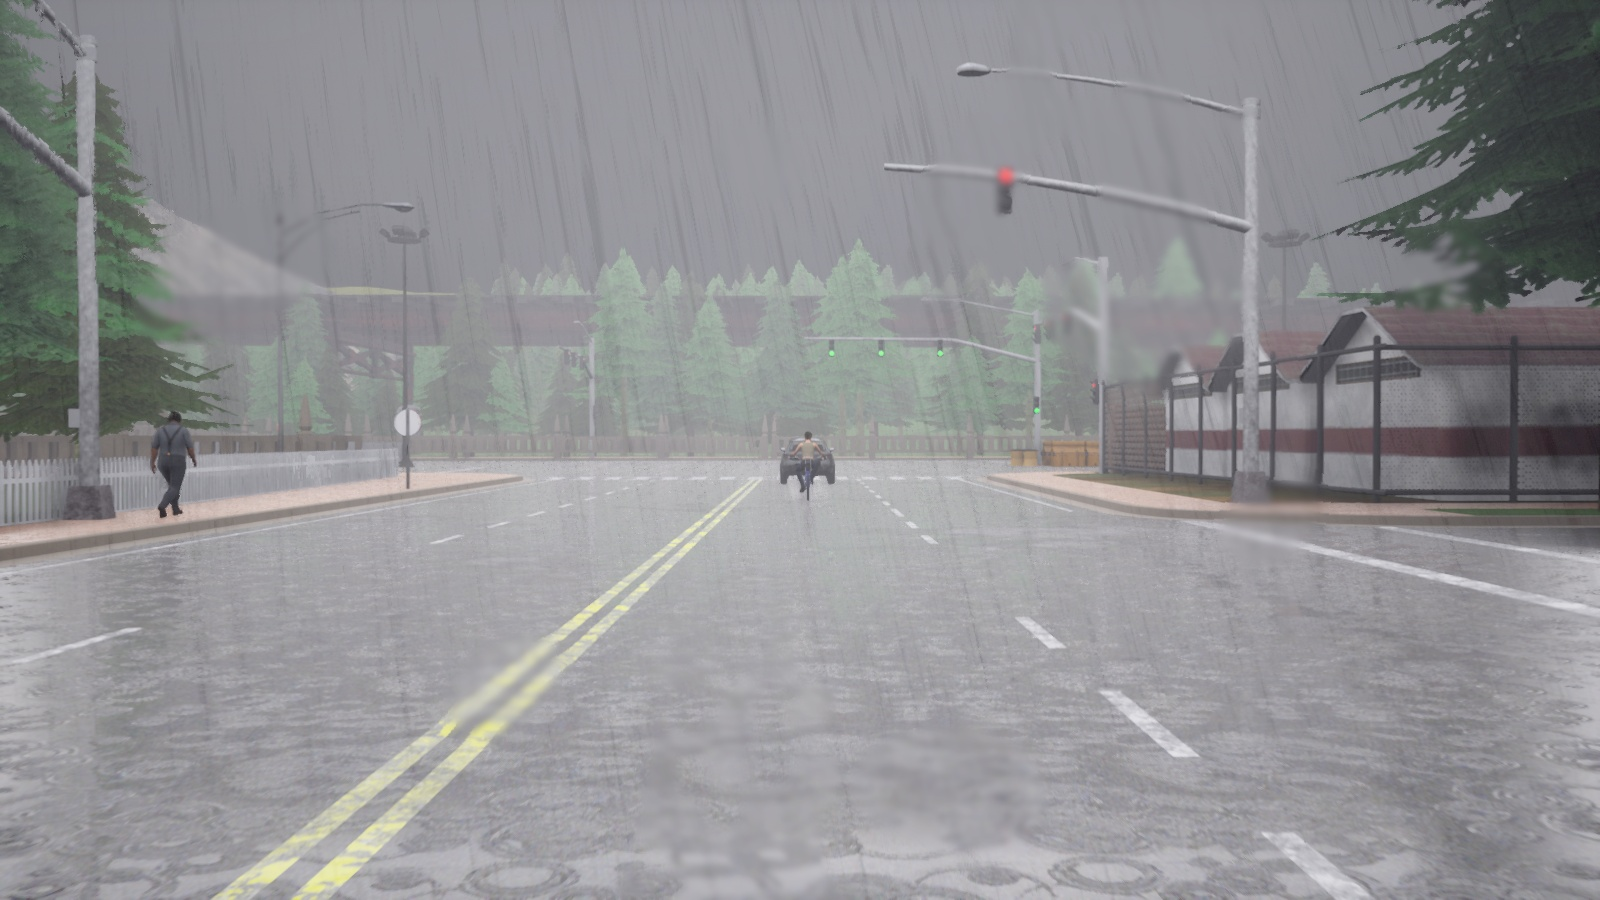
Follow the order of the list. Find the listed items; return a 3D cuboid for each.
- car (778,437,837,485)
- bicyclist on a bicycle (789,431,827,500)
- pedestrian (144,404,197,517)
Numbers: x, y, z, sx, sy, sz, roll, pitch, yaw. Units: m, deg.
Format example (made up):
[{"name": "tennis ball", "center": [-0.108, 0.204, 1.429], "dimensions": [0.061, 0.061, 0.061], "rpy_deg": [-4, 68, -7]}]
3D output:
[{"name": "car", "center": [0.243, 0.314, 41.176], "dimensions": [1.816, 1.474, 4.193], "rpy_deg": [0, 1, 0]}, {"name": "bicyclist on a bicycle", "center": [0.188, 0.361, 29.778], "dimensions": [0.866, 1.612, 1.509], "rpy_deg": [0, 0, 0]}, {"name": "pedestrian", "center": [-10.463, 0.170, 20.894], "dimensions": [0.540, 1.848, 0.694], "rpy_deg": [0, 1, -2]}]
